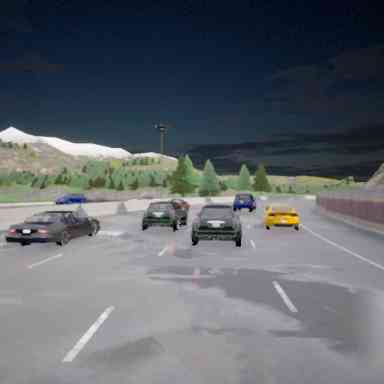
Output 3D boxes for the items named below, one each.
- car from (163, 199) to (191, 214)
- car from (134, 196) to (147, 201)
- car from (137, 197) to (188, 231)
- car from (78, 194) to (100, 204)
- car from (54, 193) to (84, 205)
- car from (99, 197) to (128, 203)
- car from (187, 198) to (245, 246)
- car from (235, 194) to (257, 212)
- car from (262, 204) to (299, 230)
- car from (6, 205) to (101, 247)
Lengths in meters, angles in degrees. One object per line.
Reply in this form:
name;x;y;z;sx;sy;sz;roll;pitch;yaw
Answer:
car;-1.592;1.518;37.005;1.812;1.442;4.674;0;0;15
car;-7.615;1.479;52.860;1.837;1.490;4.892;0;0;21
car;-1.561;1.346;20.779;2.097;1.767;4.553;0;0;9
car;-15.137;1.500;52.728;2.033;1.411;5.357;0;0;20
car;-19.012;1.163;52.285;2.150;2.045;5.566;0;0;20
car;-11.825;1.563;51.638;1.895;1.301;4.718;0;0;20
car;1.226;1.354;15.530;2.097;1.767;4.553;0;0;7
car;6.240;1.235;38.934;2.150;2.045;5.566;0;0;17
car;5.598;1.491;21.327;1.882;1.535;5.008;0;0;9
car;-5.936;1.529;15.011;2.033;1.411;5.357;0;0;7
